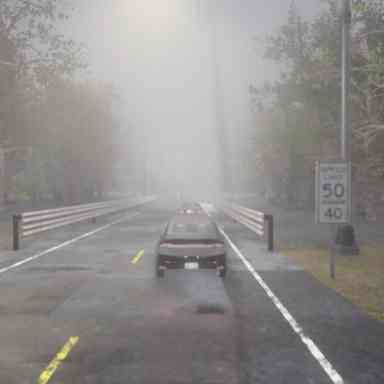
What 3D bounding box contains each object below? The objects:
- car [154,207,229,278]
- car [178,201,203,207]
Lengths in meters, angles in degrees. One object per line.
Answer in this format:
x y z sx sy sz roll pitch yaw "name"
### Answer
-0.005 1.443 9.981 2.128 1.511 4.902 0 0 0 "car"
-0.102 1.419 25.961 2.033 1.411 5.357 0 0 0 "car"
